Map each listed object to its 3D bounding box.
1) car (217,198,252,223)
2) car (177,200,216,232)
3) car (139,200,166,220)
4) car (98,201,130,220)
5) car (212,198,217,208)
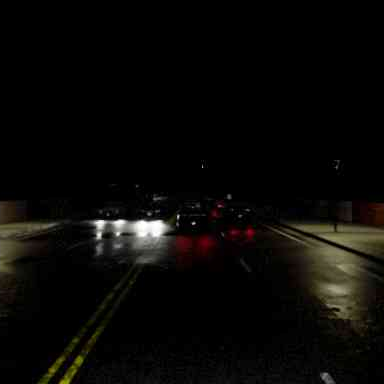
[{"bbox_3d":[3.349,1.474,25.531,2.128,1.511,4.902,0,0,0],"label":"car"},{"bbox_3d":[0.099,1.475,20.187,2.128,1.511,4.902,0,0,0],"label":"car"},{"bbox_3d":[-3.284,1.471,28.260,2.128,1.511,4.902,0,0,1],"label":"car"},{"bbox_3d":[-6.533,1.504,28.316,1.812,1.442,4.674,0,0,1],"label":"car"},{"bbox_3d":[3.313,1.493,41.929,1.812,1.442,4.674,0,0,0],"label":"car"}]
